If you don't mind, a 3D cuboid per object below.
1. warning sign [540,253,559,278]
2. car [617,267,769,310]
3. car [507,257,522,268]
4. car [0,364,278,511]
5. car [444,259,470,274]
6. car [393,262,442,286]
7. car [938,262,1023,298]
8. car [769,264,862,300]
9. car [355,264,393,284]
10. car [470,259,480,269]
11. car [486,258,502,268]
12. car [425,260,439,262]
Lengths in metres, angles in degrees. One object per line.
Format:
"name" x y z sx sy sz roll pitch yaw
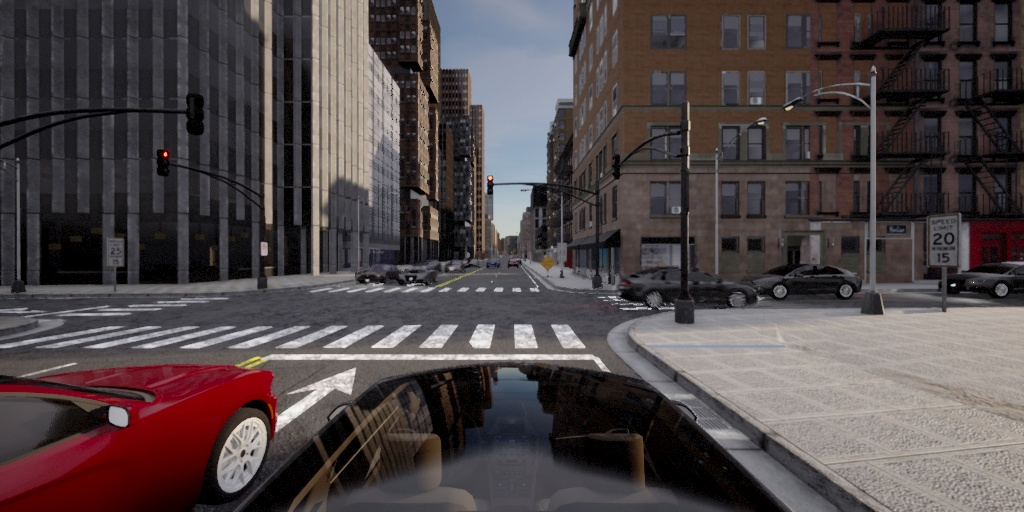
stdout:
"warning sign" 2.915 0.862 29.098 1.300 1.860 1.060 0 0 0
"car" 6.551 1.170 13.645 4.892 1.490 1.837 0 1 3
"car" 0.189 1.256 58.702 1.837 1.490 4.892 0 0 0
"car" -3.154 1.228 1.379 1.882 1.535 5.008 0 0 0
"car" -6.502 1.241 41.216 2.128 1.511 4.902 0 0 0
"car" -6.540 1.310 25.259 1.994 1.385 4.181 0 0 0
"car" 22.304 1.045 16.149 4.892 1.490 1.837 0 0 0
"car" 12.907 1.112 16.232 4.892 1.490 1.837 0 0 -1
"car" -9.819 1.293 27.136 2.033 1.411 5.357 0 0 1
"car" -6.404 1.257 58.687 1.837 1.490 4.892 0 0 1
"car" -3.054 1.104 59.451 2.097 1.767 4.553 0 0 1
"car" -9.746 1.240 43.532 2.128 1.511 4.902 0 0 0
